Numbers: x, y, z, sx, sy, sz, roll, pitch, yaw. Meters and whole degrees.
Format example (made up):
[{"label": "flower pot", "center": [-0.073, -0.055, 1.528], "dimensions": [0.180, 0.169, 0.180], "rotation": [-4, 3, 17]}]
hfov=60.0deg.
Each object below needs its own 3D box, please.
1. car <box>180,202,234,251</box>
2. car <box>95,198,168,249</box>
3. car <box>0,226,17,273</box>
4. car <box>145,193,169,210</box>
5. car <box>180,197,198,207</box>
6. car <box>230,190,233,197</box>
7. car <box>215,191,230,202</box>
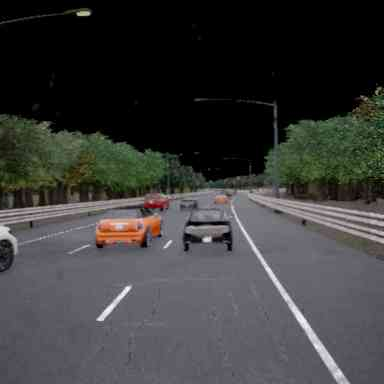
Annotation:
[{"label": "car", "center": [0.694, 1.424, 13.823], "dimensions": [2.128, 1.511, 4.902], "rotation": [-2, 0, 4]}, {"label": "car", "center": [-2.631, 1.370, 14.898], "dimensions": [2.097, 1.767, 4.553], "rotation": [-2, 0, 5]}, {"label": "car", "center": [-6.687, 1.372, 8.026], "dimensions": [2.150, 2.045, 5.566], "rotation": [-2, 0, 4]}, {"label": "car", "center": [-4.060, 1.190, 38.317], "dimensions": [2.150, 2.045, 5.566], "rotation": [-2, 0, 6]}, {"label": "car", "center": [-0.294, 1.349, 40.464], "dimensions": [2.128, 1.511, 4.902], "rotation": [-2, 0, 6]}, {"label": "car", "center": [7.942, 0.663, 79.053], "dimensions": [2.150, 2.045, 5.566], "rotation": [-1, 0, 8]}, {"label": "car", "center": [5.047, 0.986, 57.316], "dimensions": [2.097, 1.767, 4.553], "rotation": [-1, 0, 7]}]
